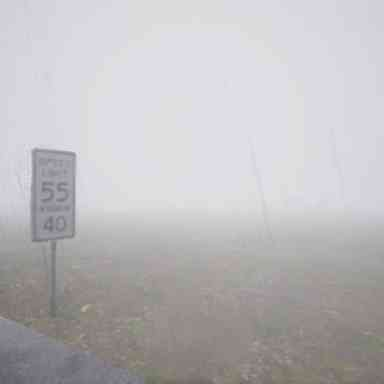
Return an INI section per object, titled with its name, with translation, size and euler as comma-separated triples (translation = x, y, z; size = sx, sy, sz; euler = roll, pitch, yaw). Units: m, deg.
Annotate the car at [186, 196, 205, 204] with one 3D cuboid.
[car]
translation = 0.889, 1.960, 81.066
size = 2.150, 2.045, 5.566
euler = 1, 0, 36
